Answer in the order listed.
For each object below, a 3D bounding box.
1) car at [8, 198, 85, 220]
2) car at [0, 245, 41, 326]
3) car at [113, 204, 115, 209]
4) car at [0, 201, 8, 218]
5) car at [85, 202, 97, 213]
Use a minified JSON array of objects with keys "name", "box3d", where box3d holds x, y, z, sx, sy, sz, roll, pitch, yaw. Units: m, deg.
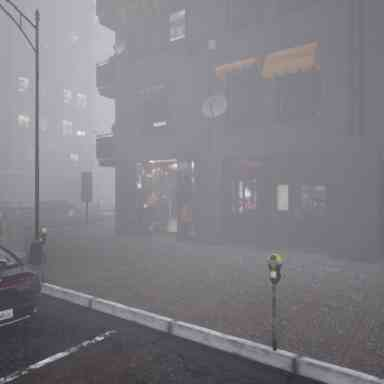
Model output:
[{"name":"car","box3d":[-11.116,1.283,25.826,1.837,1.490,4.892,0,1,35]},{"name":"car","box3d":[-4.503,1.551,6.078,4.403,1.369,2.008,0,0,35]},{"name":"car","box3d":[-5.497,1.190,33.886,2.033,1.411,5.357,0,1,35]},{"name":"car","box3d":[-14.082,1.350,26.081,2.008,1.369,4.403,1,1,35]},{"name":"car","box3d":[-10.996,1.250,30.509,1.752,1.417,4.829,1,1,35]}]
